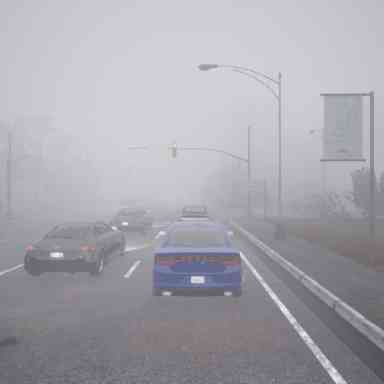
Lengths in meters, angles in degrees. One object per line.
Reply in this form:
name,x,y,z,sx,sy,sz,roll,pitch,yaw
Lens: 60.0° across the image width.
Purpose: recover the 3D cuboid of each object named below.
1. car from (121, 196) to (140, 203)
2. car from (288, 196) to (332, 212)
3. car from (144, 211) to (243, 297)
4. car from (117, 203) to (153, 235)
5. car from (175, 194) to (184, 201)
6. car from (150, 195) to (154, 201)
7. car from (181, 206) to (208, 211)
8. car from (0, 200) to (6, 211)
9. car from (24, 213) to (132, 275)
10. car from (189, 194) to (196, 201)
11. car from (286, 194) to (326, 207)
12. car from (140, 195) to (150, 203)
car,-10.495,1.491,55.476,2.128,1.511,4.902,0,0,0
car,14.077,1.478,38.341,5.008,1.535,1.882,0,0,3
car,0.113,1.478,8.649,1.882,1.535,5.008,0,0,0
car,-3.370,1.564,18.806,1.994,1.385,4.181,0,0,0
car,-3.359,1.349,86.007,2.097,1.767,4.553,0,0,0
car,-10.365,1.522,82.181,1.812,1.442,4.674,0,0,0
car,0.129,1.491,18.148,2.128,1.511,4.902,0,0,0
car,-23.708,1.222,36.832,5.566,2.045,2.150,0,0,3
car,-3.393,1.564,10.423,1.994,1.385,4.181,0,0,1
car,0.141,1.533,85.615,2.033,1.411,5.357,0,0,0
car,14.791,1.222,41.826,5.566,2.045,2.150,0,0,2
car,-10.388,1.559,68.543,1.994,1.385,4.181,0,0,0
